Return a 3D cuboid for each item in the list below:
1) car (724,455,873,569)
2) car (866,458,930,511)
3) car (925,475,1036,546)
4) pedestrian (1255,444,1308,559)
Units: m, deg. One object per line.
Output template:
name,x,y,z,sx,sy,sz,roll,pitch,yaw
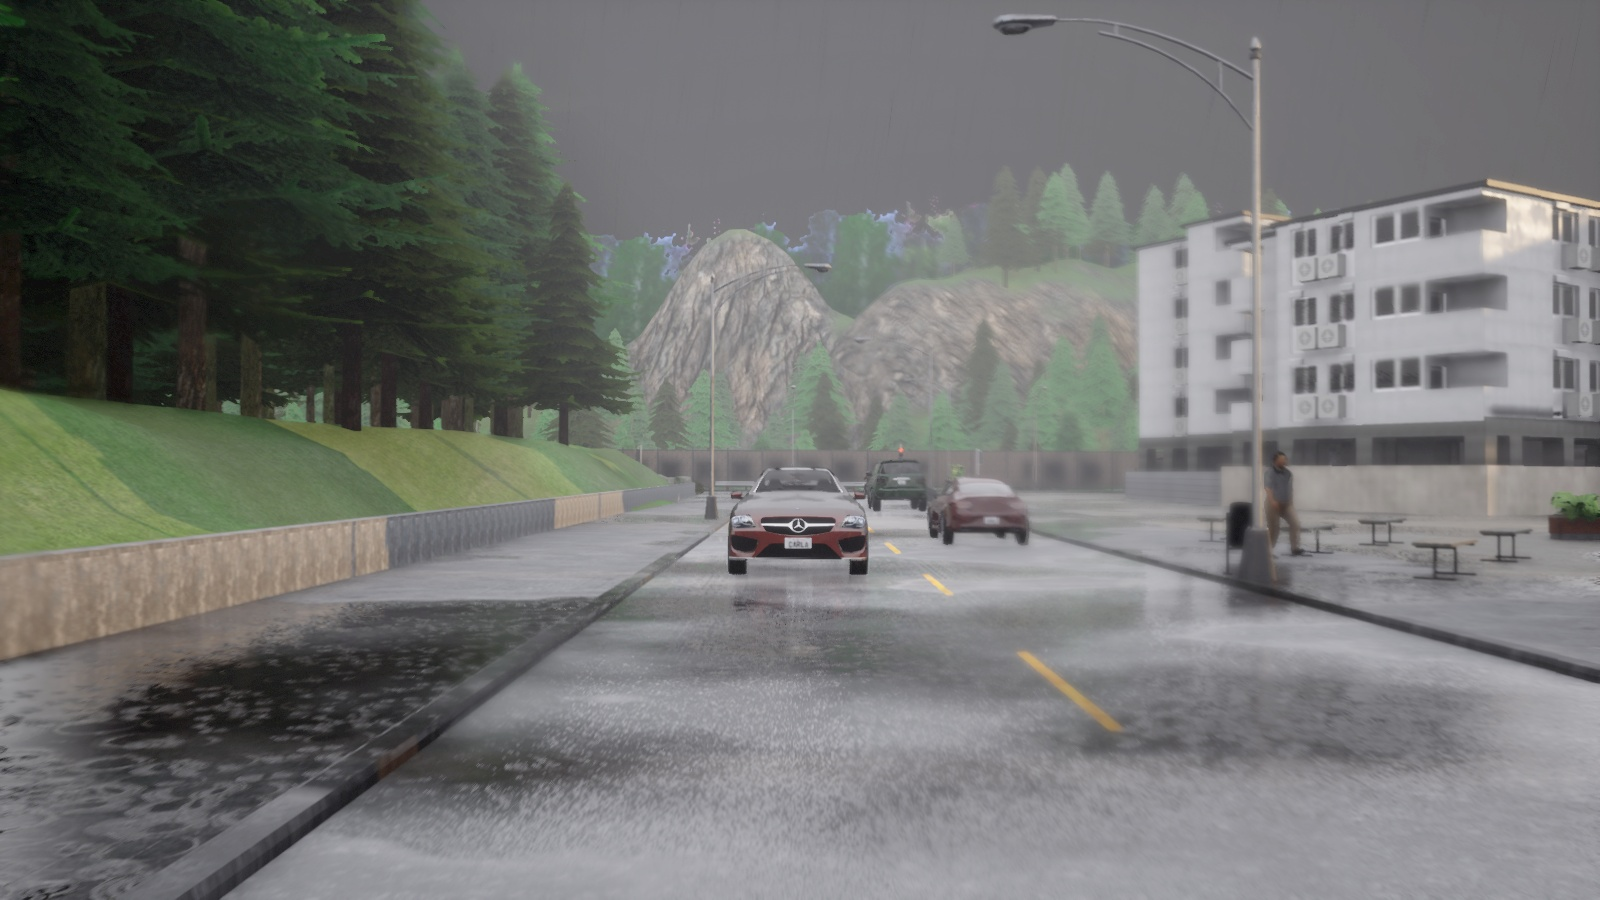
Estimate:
car,-0.025,0.940,20.687,2.152,1.651,5.027,0,-1,0
car,3.940,1.377,51.239,2.150,2.045,5.566,0,-1,0
car,3.968,1.299,28.324,1.812,1.442,4.674,0,-1,0
pedestrian,7.935,0.840,20.708,0.540,1.848,0.694,0,-1,-8
